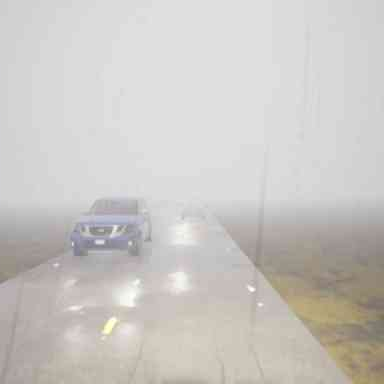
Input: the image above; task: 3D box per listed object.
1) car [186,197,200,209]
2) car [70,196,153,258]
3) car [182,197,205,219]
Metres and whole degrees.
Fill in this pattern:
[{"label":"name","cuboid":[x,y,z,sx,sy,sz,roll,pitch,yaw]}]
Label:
[{"label":"car","cuboid":[0.123,1.405,43.671,1.812,1.442,4.674,0,0,0]},{"label":"car","cuboid":[-2.842,1.185,13.032,2.150,2.045,5.566,0,0,0]},{"label":"car","cuboid":[0.110,1.449,27.752,1.812,1.442,4.674,0,0,0]}]
